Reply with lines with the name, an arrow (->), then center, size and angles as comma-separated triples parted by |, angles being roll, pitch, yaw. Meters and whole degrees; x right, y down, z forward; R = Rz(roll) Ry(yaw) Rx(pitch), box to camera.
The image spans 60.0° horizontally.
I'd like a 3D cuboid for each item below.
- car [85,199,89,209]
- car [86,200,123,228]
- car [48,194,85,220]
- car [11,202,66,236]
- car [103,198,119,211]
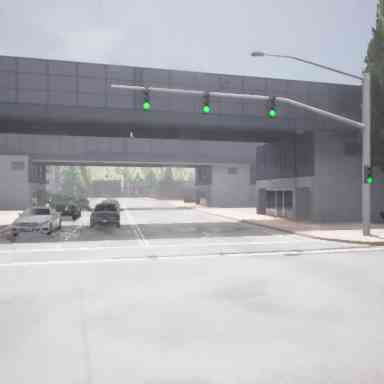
car -> -13.549, 1.525, 40.873 | 1.812, 1.442, 4.674 | 0, 0, -13
car -> -5.748, 1.504, 22.272 | 1.837, 1.490, 4.892 | 0, 0, -13
car -> -10.635, 1.221, 27.964 | 2.150, 2.045, 5.566 | 0, 0, -13
car -> -8.491, 1.525, 18.515 | 1.812, 1.442, 4.674 | 0, 0, -13
car -> -10.390, 1.563, 42.770 | 1.994, 1.385, 4.181 | 0, 0, -13
